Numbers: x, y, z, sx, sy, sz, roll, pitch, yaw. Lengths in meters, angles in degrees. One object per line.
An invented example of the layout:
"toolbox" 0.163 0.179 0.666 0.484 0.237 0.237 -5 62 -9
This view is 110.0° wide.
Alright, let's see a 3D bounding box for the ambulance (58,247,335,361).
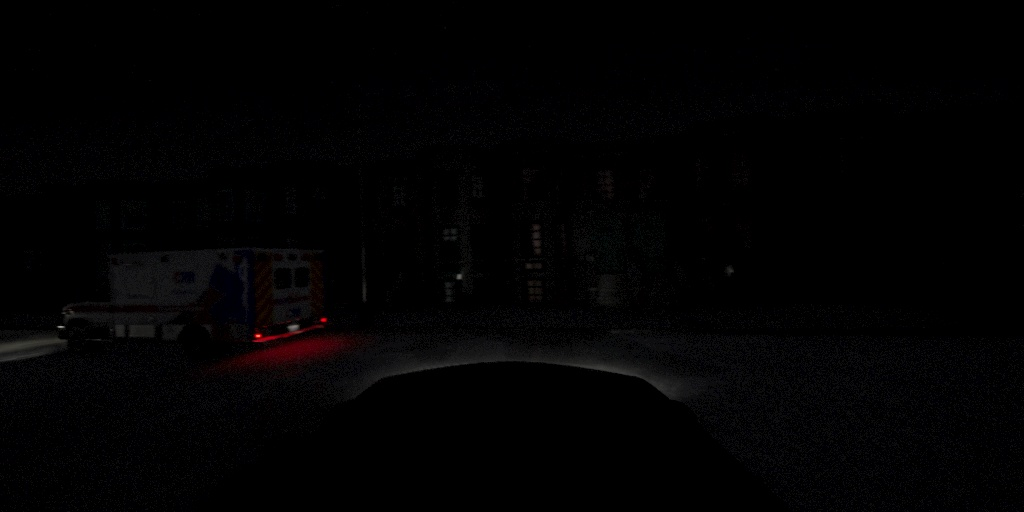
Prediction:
"ambulance" -8.095 1.133 9.192 6.366 2.431 2.351 -2 -1 11
